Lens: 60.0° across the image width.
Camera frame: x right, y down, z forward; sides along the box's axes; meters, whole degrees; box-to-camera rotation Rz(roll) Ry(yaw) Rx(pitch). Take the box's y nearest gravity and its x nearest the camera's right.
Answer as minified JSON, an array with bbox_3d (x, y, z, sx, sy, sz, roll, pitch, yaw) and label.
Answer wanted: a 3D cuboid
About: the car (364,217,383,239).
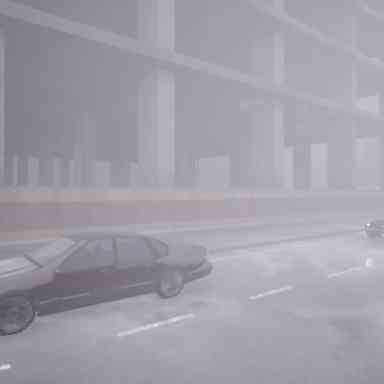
[{"bbox_3d":[10.452,1.637,16.392,4.718,1.301,1.895,0,0,-37],"label":"car"}]

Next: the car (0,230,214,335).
[{"bbox_3d":[-2.022,1.553,6.924,5.357,1.411,2.033,0,0,-38],"label":"car"}]
